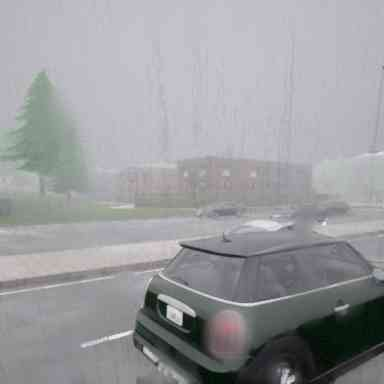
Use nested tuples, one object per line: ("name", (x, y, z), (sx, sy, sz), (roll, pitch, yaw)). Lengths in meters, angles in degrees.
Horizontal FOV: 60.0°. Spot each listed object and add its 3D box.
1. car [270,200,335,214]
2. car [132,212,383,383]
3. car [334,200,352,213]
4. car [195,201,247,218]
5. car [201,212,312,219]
("car", (7.560, 1.524, 23.496), (4.902, 1.511, 2.128), (0, 0, -35))
("car", (1.538, 1.359, 4.841), (4.553, 1.767, 2.097), (0, 0, -36))
("car", (13.335, 1.557, 31.838), (4.892, 1.490, 1.837), (1, 0, -35))
("car", (2.512, 1.522, 28.498), (4.902, 1.511, 2.128), (0, 0, -35))
("car", (2.634, 1.539, 9.926), (4.674, 1.442, 1.812), (0, 0, -36))
